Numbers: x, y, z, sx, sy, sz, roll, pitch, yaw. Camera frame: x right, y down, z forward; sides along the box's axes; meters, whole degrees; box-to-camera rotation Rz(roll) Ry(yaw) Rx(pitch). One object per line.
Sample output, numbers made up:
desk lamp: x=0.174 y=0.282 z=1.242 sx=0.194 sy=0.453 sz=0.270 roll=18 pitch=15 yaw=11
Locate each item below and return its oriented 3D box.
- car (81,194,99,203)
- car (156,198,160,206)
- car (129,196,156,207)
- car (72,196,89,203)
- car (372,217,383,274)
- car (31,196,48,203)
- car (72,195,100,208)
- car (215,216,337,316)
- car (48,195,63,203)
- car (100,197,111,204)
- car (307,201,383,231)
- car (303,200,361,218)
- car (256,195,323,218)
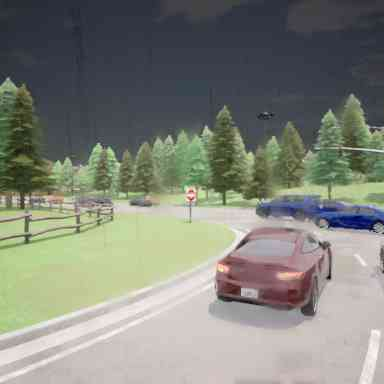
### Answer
car: x=-22.371 y=1.358 z=72.971 sx=2.097 sy=1.767 sz=4.553 roll=0 pitch=0 yaw=-40
car: x=-7.289 y=1.480 z=55.180 sx=1.882 sy=1.535 sz=5.008 roll=0 pitch=0 yaw=-40
car: x=-7.872 y=1.565 z=50.433 sx=1.994 sy=1.385 sz=4.181 roll=0 pitch=0 yaw=-40
car: x=-22.851 y=1.528 z=68.193 sx=1.812 sy=1.442 sz=4.674 roll=0 pitch=0 yaw=-40
car: x=5.359 y=1.548 z=7.278 sx=2.033 sy=1.411 sz=5.357 roll=0 pitch=0 yaw=25
car: x=-31.104 y=1.527 z=67.039 sx=1.812 sy=1.442 sz=4.674 roll=0 pitch=0 yaw=-40
car: x=-16.145 y=1.494 z=49.395 sx=2.128 sy=1.511 sz=4.902 roll=0 pitch=0 yaw=-40
car: x=2.053 y=1.526 z=7.597 sx=1.812 sy=1.442 sz=4.674 roll=0 pitch=0 yaw=28
car: x=-28.605 y=1.358 z=69.512 sx=2.097 sy=1.767 sz=4.553 roll=0 pitch=0 yaw=-40
car: x=-14.722 y=1.495 z=53.143 sx=2.128 sy=1.511 sz=4.902 roll=0 pitch=0 yaw=-40
car: x=9.482 y=1.478 z=18.913 sx=1.882 sy=1.535 sz=5.008 roll=0 pitch=0 yaw=-40
car: x=12.953 y=1.527 z=31.101 sx=1.812 sy=1.442 sz=4.674 roll=0 pitch=0 yaw=-40
car: x=7.745 y=1.222 z=26.416 sx=2.150 sy=2.045 sz=5.566 roll=0 pitch=0 yaw=-40
